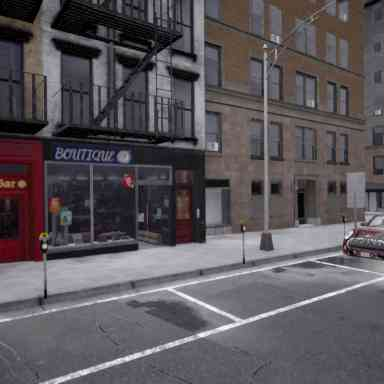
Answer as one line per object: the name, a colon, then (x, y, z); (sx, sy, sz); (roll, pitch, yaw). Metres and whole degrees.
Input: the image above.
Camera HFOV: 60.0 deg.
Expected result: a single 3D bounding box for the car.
car: (7.051, 1.441, 11.606); (4.097, 1.590, 1.967); (0, -1, -36)
